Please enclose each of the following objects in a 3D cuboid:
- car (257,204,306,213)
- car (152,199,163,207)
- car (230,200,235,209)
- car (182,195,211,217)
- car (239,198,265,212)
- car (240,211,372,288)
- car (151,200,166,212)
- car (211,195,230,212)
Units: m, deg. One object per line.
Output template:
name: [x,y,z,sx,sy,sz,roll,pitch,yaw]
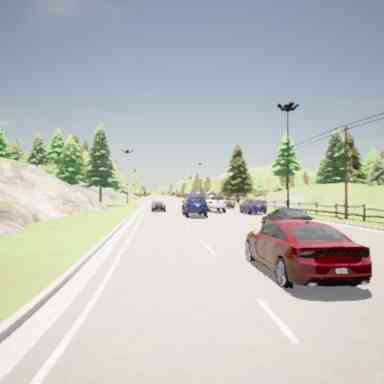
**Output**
car: [5.451,1.644,19.063,1.812,1.442,4.674,0,0,-6]
car: [-6.109,1.972,58.565,1.895,1.301,4.718,0,0,-7]
car: [5.271,1.923,51.493,1.895,1.301,4.718,0,0,-7]
car: [0.220,1.438,34.117,2.150,2.045,5.566,0,0,-7]
car: [6.856,1.587,37.702,2.097,1.767,4.553,0,0,-8]
car: [2.934,1.537,9.486,1.882,1.535,5.008,0,0,-5]
car: [-4.382,1.877,43.517,1.895,1.301,4.718,0,0,-7]
car: [2.803,1.479,42.307,2.150,2.045,5.566,0,-2,-7]
